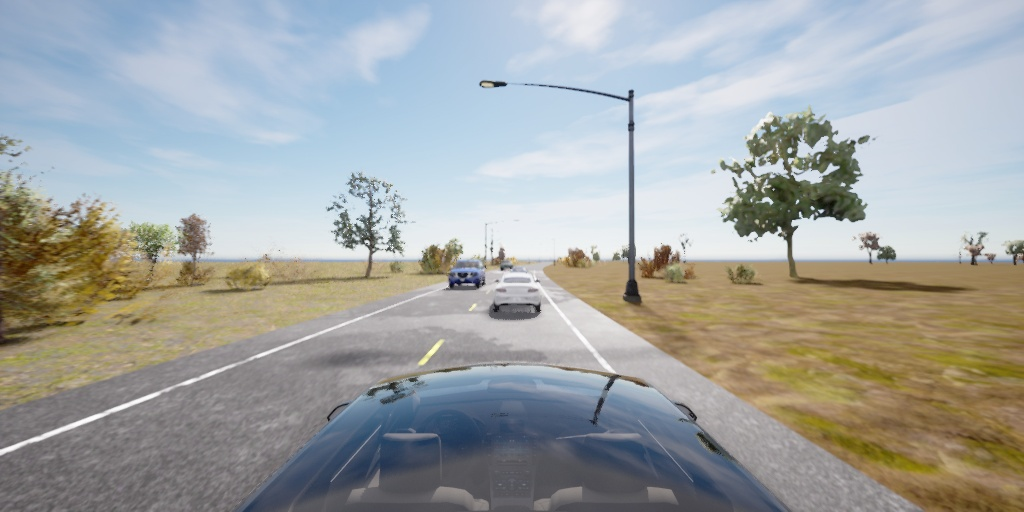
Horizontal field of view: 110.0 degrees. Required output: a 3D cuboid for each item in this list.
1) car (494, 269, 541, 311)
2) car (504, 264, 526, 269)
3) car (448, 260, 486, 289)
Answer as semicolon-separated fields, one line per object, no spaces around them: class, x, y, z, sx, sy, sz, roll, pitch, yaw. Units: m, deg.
car;0.229;1.447;15.363;1.812;1.442;4.674;0;-1;1
car;0.677;1.698;33.749;2.033;1.411;5.357;0;-1;3
car;-3.228;1.284;26.768;2.150;2.045;5.566;0;-1;2
